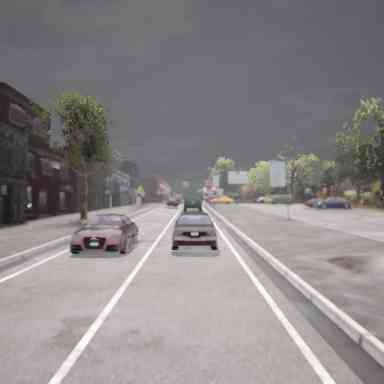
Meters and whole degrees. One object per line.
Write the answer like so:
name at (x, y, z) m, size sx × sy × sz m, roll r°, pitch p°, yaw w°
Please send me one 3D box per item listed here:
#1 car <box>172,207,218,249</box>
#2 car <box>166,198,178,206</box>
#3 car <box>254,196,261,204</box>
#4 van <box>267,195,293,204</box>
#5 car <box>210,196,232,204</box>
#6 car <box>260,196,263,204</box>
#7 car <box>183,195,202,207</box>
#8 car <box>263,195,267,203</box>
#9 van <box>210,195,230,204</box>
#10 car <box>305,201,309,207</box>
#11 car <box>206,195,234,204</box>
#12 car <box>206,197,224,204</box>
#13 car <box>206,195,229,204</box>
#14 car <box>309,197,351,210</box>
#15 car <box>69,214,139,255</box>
car at (0.098, 1.589, 14.673) m, size 2.033 × 1.411 × 5.357 m, roll 0°, pitch 0°, yaw 0°
car at (-3.307, 1.700, 56.895) m, size 2.033 × 1.411 × 5.357 m, roll 0°, pitch 0°, yaw 1°
car at (18.423, 1.777, 79.884) m, size 5.566 × 2.045 × 2.435 m, roll 0°, pitch -2°, yaw -1°
van at (18.425, 1.542, 68.712) m, size 4.442 × 1.987 × 1.878 m, roll 0°, pitch -1°, yaw 0°
car at (6.277, 1.708, 72.177) m, size 4.553 × 1.767 × 2.185 m, roll 0°, pitch -1°, yaw 0°
car at (18.684, 1.878, 74.164) m, size 5.366 × 1.575 × 1.946 m, roll 0°, pitch -1°, yaw 0°
car at (0.097, 1.333, 40.747) m, size 2.150 × 2.045 × 5.566 m, roll 0°, pitch 0°, yaw 0°
car at (18.705, 1.820, 71.504) m, size 5.366 × 1.575 × 1.946 m, roll 0°, pitch -1°, yaw 0°
van at (6.337, 1.680, 75.217) m, size 4.442 × 1.987 × 1.878 m, roll 0°, pitch -1°, yaw 0°
car at (18.681, 1.614, 47.916) m, size 4.674 × 1.452 × 2.002 m, roll 0°, pitch 0°, yaw 0°
car at (6.085, 1.774, 69.256) m, size 5.366 × 1.575 × 1.946 m, roll 0°, pitch -1°, yaw 0°
car at (6.119, 2.140, 87.353) m, size 4.553 × 1.767 × 2.185 m, roll 0°, pitch -2°, yaw -1°
car at (6.192, 1.821, 81.406) m, size 5.566 × 2.045 × 2.435 m, roll 0°, pitch -2°, yaw -1°
car at (18.752, 1.439, 44.746) m, size 4.553 × 1.767 × 2.185 m, roll 0°, pitch 0°, yaw 0°
car at (-3.352, 1.602, 13.410) m, size 1.994 × 1.385 × 4.181 m, roll 0°, pitch 0°, yaw 0°
